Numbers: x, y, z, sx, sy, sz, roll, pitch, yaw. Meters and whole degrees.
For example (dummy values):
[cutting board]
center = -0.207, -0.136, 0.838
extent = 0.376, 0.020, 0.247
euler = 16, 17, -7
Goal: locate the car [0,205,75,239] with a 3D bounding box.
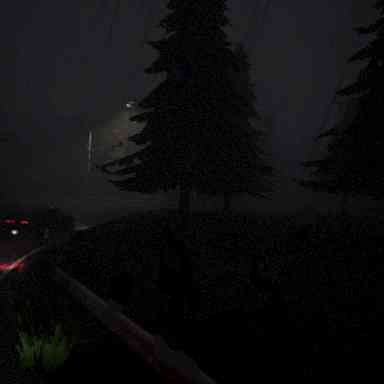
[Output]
[car]
center = -7.396, 1.417, 16.485
extent = 1.837, 1.490, 4.892
euler = 4, 1, 2
